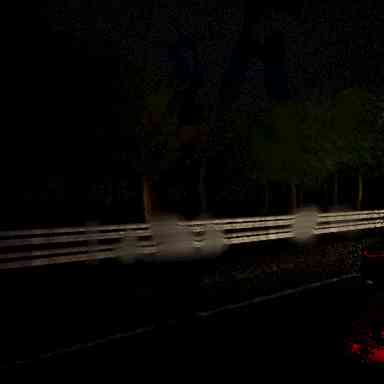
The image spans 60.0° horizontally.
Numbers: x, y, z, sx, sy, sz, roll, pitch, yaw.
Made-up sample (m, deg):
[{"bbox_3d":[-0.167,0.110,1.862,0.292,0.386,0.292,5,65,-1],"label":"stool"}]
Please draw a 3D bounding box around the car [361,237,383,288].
[{"bbox_3d":[6.158,1.527,8.161,5.008,1.535,1.882,0,0,-35],"label":"car"}]
